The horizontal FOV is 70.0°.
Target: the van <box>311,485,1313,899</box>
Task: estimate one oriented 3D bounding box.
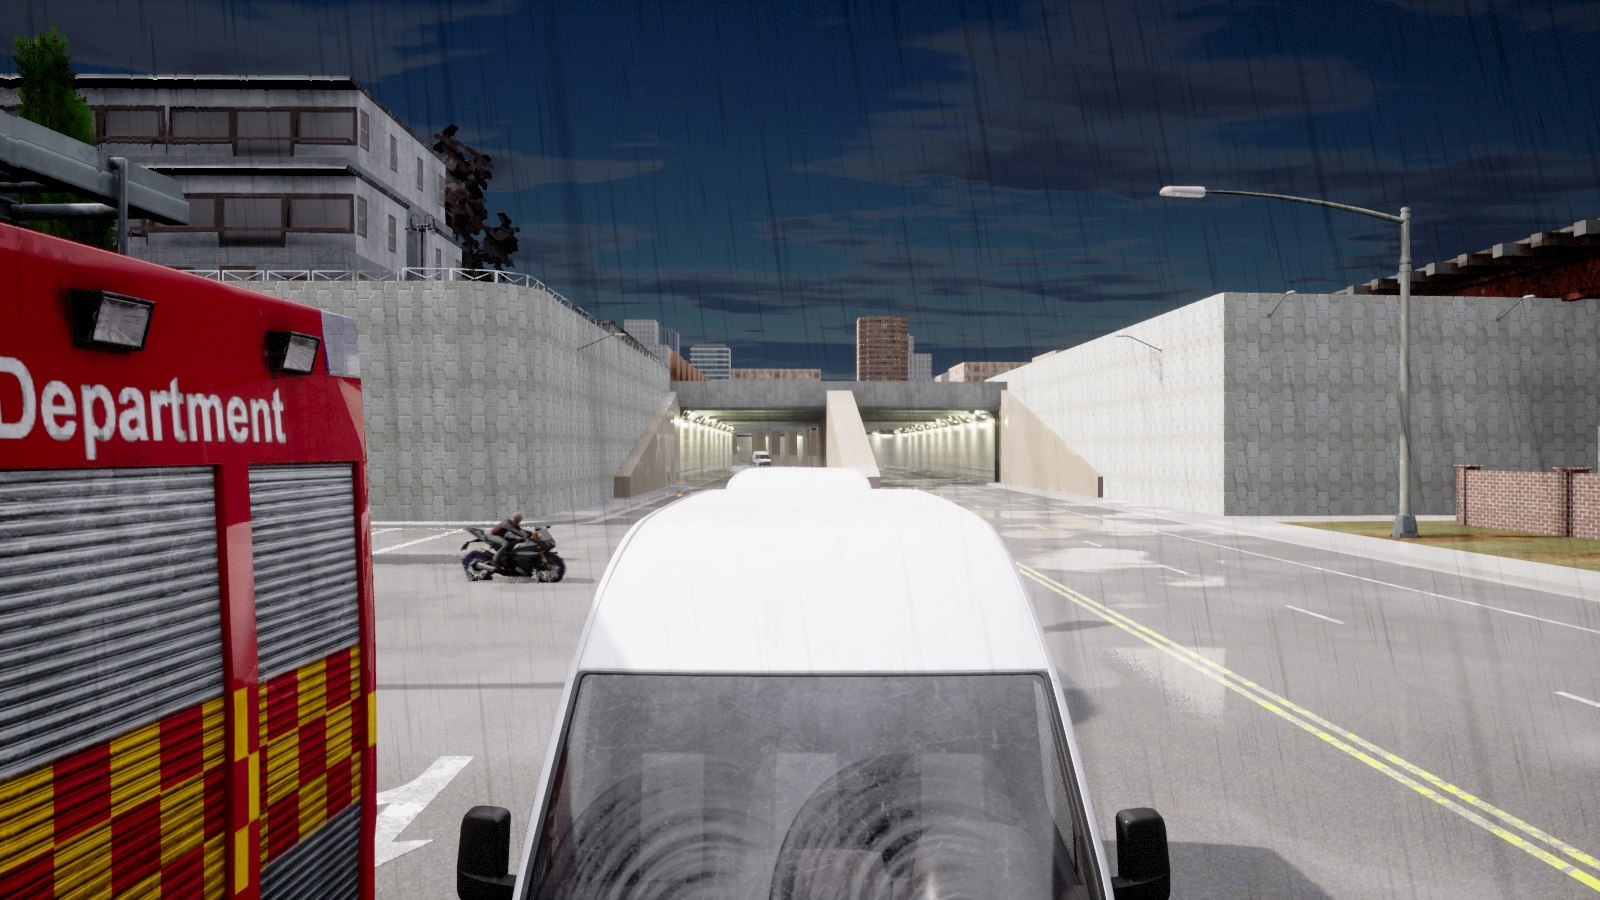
[{"bbox_3d":[0.047,1.534,5.226,1.988,2.561,5.915,0,0,1],"label":"van"}]
